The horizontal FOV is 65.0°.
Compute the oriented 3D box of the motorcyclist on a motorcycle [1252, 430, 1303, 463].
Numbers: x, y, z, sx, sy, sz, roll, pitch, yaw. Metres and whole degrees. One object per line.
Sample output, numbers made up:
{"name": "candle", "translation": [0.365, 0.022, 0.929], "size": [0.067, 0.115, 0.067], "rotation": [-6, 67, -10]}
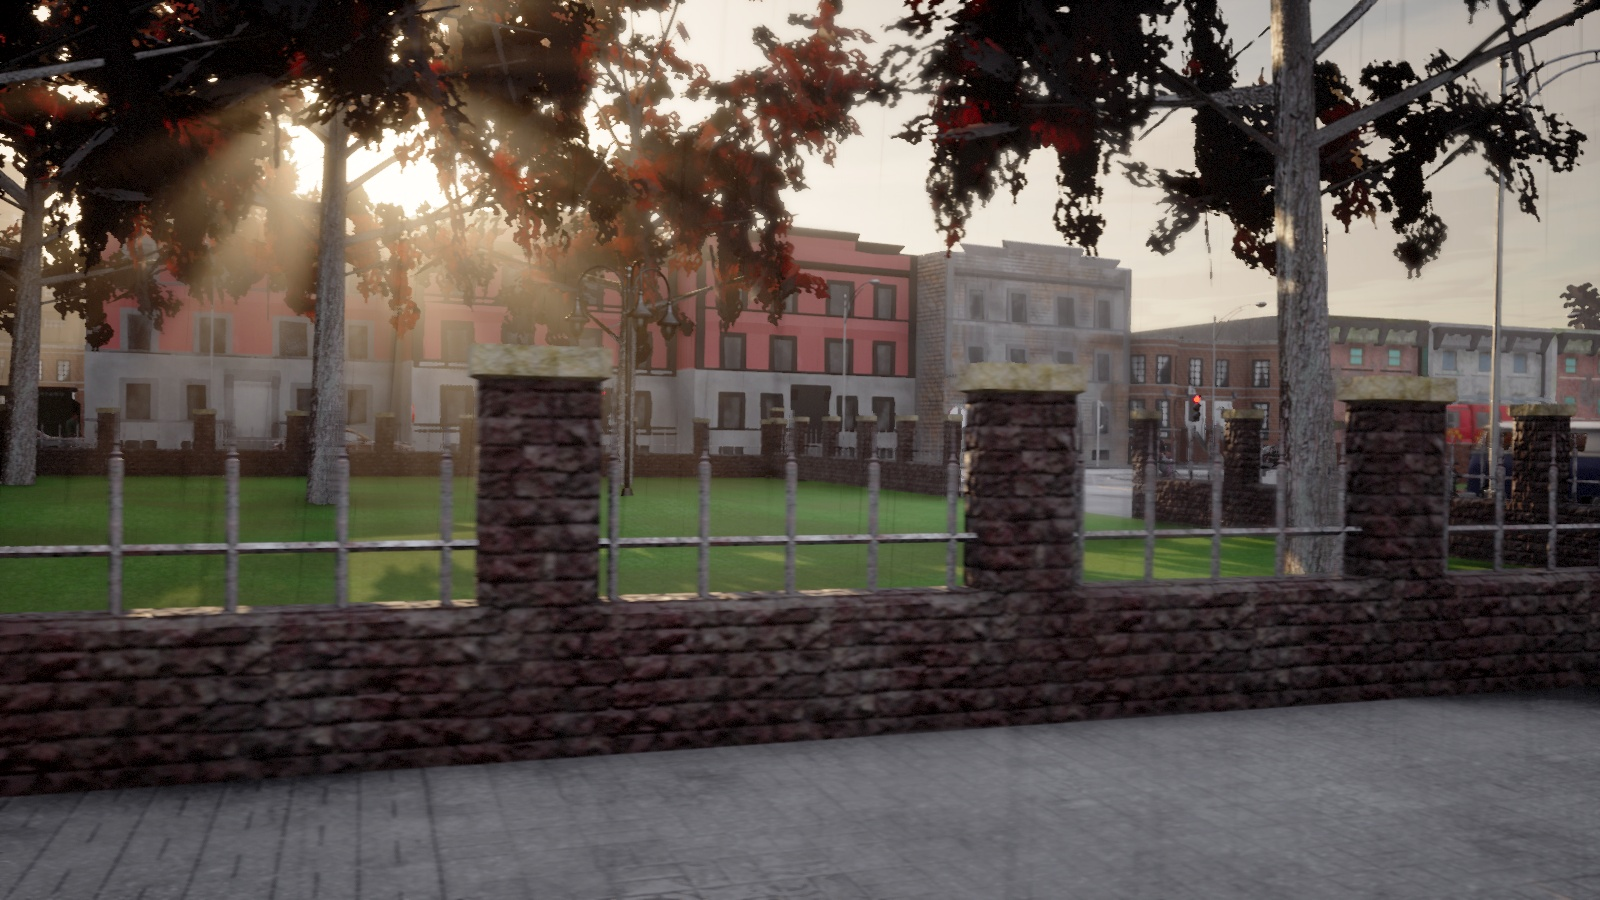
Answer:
{"name": "motorcyclist on a motorcycle", "translation": [22.630, -0.188, 59.502], "size": [2.191, 1.530, 0.866], "rotation": [-1, 1, -19]}

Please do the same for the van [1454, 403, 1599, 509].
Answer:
{"name": "van", "translation": [15.523, 0.083, 25.082], "size": [1.775, 1.987, 4.442], "rotation": [-1, 1, -17]}

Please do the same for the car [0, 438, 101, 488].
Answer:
{"name": "car", "translation": [-24.579, 0.398, 38.855], "size": [4.892, 1.490, 1.837], "rotation": [-1, 1, -19]}

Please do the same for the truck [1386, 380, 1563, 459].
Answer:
{"name": "truck", "translation": [34.063, -1.521, 63.449], "size": [8.468, 3.827, 2.891], "rotation": [-1, 1, -19]}

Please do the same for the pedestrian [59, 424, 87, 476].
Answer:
{"name": "pedestrian", "translation": [-27.426, -0.004, 47.398], "size": [0.788, 1.949, 0.423], "rotation": [0, 1, -8]}

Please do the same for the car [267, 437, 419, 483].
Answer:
{"name": "car", "translation": [-15.250, 0.309, 42.111], "size": [4.674, 1.442, 1.812], "rotation": [-1, 1, -19]}
